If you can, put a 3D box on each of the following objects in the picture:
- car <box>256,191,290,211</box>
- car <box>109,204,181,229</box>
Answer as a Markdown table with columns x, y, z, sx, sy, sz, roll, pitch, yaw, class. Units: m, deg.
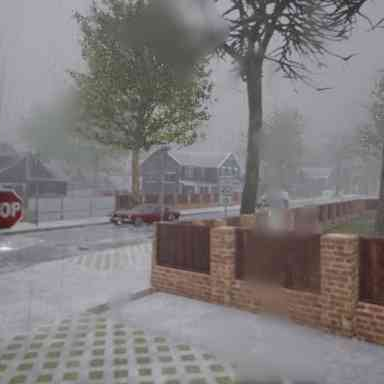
| x | y | z | sx | sy | sz | roll | pitch | yaw | class |
| --- | --- | --- | --- | --- | --- | --- | --- | --- | --- |
| 9.169 | 0.903 | 37.342 | 2.150 | 2.045 | 5.566 | 3 | 2 | 36 | car |
| -2.796 | 1.402 | 20.504 | 1.895 | 1.301 | 4.718 | 2 | 2 | 35 | car |
